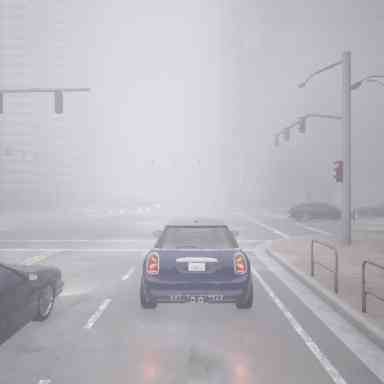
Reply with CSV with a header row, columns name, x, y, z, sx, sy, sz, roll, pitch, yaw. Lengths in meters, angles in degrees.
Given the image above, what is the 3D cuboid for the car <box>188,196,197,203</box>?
name,x,y,z,sx,sy,sz,roll,pitch,yaw
car,0.139,1.555,71.697,1.994,1.385,4.181,0,0,0

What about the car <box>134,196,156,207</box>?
name,x,y,z,sx,sy,sz,roll,pitch,yaw
car,-7.011,1.564,50.450,1.994,1.385,4.181,0,0,0

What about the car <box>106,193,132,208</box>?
name,x,y,z,sx,sy,sz,roll,pitch,yaw
car,-10.517,1.352,48.187,2.097,1.767,4.553,0,0,0

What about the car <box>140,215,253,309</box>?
name,x,y,z,sx,sy,sz,roll,pitch,yaw
car,0.093,1.352,8.044,2.097,1.767,4.553,0,0,0

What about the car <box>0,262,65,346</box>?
name,x,y,z,sx,sy,sz,roll,pitch,yaw
car,-3.413,1.547,4.185,2.033,1.411,5.357,0,0,-1

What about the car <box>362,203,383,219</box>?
name,x,y,z,sx,sy,sz,roll,pitch,yaw
car,16.504,1.601,28.677,4.718,1.301,1.895,0,0,1

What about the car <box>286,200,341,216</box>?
name,x,y,z,sx,sy,sz,roll,pitch,yaw
car,11.709,1.526,32.220,4.674,1.442,1.812,0,0,1

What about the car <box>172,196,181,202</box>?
name,x,y,z,sx,sy,sz,roll,pitch,yaw
car,-3.380,1.465,72.275,2.033,1.411,5.357,0,0,0

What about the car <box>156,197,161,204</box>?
name,x,y,z,sx,sy,sz,roll,pitch,yaw
car,-6.950,1.601,62.891,1.895,1.301,4.718,0,0,1

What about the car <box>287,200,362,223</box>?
name,x,y,z,sx,sy,sz,roll,pitch,yaw
car,9.702,1.503,25.053,4.892,1.490,1.837,0,1,2

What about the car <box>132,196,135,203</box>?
name,x,y,z,sx,sy,sz,roll,pitch,yaw
car,-10.467,1.506,60.229,1.837,1.490,4.892,0,0,0
